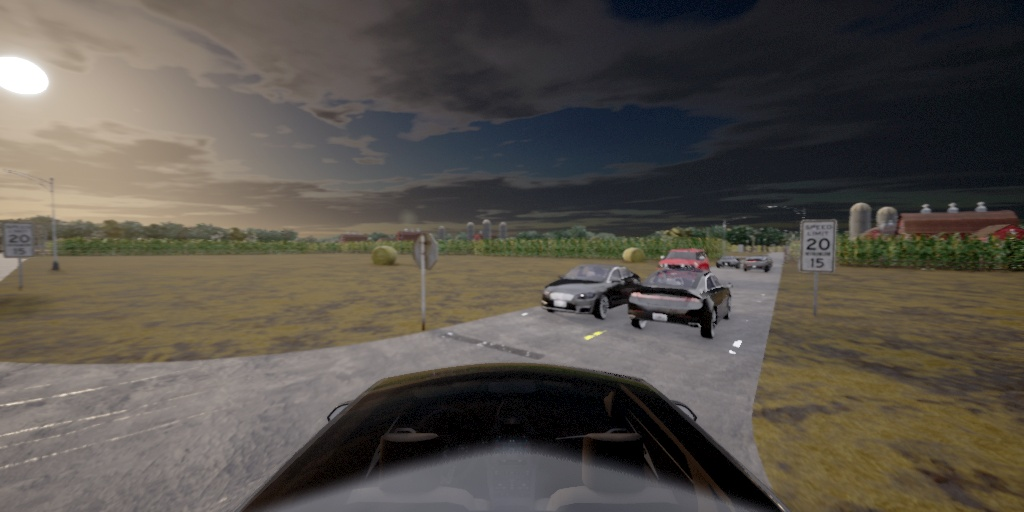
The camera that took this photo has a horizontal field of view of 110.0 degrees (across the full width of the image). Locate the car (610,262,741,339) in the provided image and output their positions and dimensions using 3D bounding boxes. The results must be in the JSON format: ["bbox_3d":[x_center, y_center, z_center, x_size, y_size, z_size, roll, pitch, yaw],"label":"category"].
[{"bbox_3d":[4.734,1.107,9.831,2.128,1.511,4.902,2,2,37],"label":"car"}]

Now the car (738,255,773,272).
[{"bbox_3d":[23.312,0.700,34.085,2.128,1.511,4.902,2,2,39],"label":"car"}]

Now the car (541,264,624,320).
[{"bbox_3d":[2.803,1.026,11.925,2.128,1.511,4.902,2,2,37],"label":"car"}]

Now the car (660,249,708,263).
[{"bbox_3d":[10.816,0.580,22.472,2.150,2.045,5.566,2,2,37],"label":"car"}]

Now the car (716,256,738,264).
[{"bbox_3d":[23.747,0.641,39.256,1.994,1.385,4.181,2,2,38],"label":"car"}]
